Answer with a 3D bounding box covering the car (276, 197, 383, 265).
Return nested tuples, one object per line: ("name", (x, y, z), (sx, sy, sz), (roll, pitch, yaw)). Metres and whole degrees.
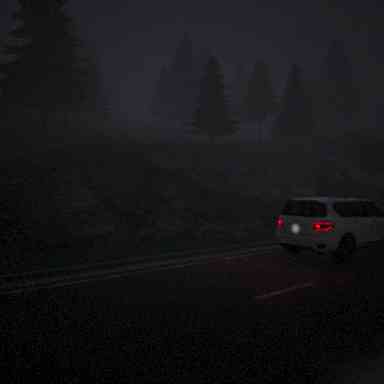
("car", (5.405, 1.192, 11.897), (5.566, 2.045, 2.150), (0, 0, -36))
